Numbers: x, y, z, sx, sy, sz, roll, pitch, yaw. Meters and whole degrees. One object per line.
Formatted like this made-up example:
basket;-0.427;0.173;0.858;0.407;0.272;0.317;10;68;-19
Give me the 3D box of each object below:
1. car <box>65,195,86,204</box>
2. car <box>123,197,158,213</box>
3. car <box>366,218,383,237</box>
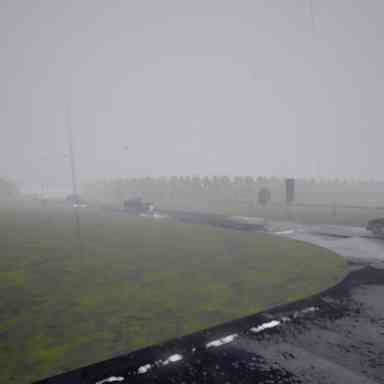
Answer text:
car;-17.749;1.108;50.507;2.033;1.411;5.357;0;1;-35
car;-5.103;1.223;32.498;2.128;1.511;4.902;0;1;-35
car;10.020;1.473;14.329;2.033;1.411;5.357;0;1;-10
